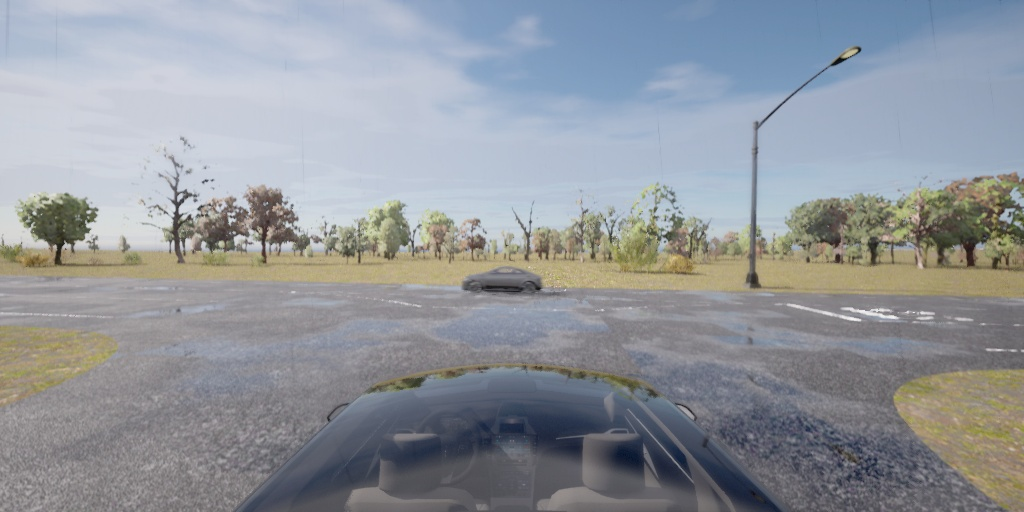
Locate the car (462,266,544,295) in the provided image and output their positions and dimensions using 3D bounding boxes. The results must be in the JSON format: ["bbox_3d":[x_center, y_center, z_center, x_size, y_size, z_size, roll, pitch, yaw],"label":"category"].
[{"bbox_3d":[-0.440,1.217,18.490,4.181,1.385,1.994,0,1,7],"label":"car"}]
